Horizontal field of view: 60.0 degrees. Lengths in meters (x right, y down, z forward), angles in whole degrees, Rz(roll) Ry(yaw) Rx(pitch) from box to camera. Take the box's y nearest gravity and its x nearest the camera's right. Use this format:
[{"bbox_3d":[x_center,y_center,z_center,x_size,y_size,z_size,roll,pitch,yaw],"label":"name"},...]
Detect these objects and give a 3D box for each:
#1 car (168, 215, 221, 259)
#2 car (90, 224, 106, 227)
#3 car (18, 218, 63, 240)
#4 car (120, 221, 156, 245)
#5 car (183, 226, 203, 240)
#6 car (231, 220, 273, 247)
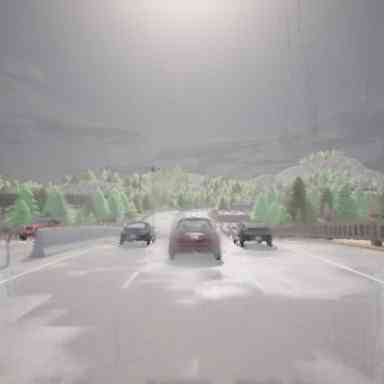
[{"bbox_3d":[0.108,1.925,15.088,2.097,1.767,4.553,0,-4,0],"label":"car"},{"bbox_3d":[-10.493,4.326,36.742,2.097,1.767,4.553,0,-7,0],"label":"car"},{"bbox_3d":[-13.998,3.475,31.316,2.150,2.045,5.566,0,-8,0],"label":"car"},{"bbox_3d":[-3.401,2.630,21.485,1.812,1.442,4.674,0,-6,0],"label":"car"},{"bbox_3d":[0.118,4.430,36.037,2.033,1.411,5.357,0,-8,0],"label":"car"},{"bbox_3d":[3.611,2.510,20.461,1.837,1.490,4.892,0,-5,0],"label":"car"}]
